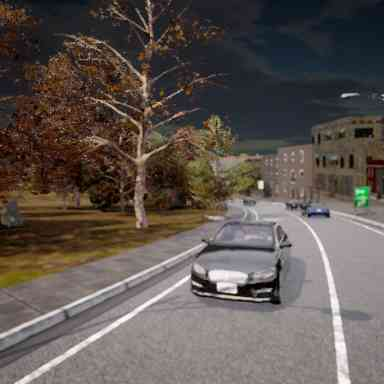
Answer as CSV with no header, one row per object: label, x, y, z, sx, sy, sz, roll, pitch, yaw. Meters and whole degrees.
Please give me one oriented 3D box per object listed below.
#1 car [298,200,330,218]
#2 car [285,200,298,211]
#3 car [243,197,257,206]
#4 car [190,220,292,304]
car,11.366,1.577,30.840,1.994,1.385,4.181,-1,0,10
car,12.992,1.635,41.855,1.895,1.301,4.718,-1,0,6
car,10.215,1.738,58.920,1.837,1.490,4.892,-2,-1,0
car,1.461,1.499,8.400,2.128,1.511,4.902,0,0,20
